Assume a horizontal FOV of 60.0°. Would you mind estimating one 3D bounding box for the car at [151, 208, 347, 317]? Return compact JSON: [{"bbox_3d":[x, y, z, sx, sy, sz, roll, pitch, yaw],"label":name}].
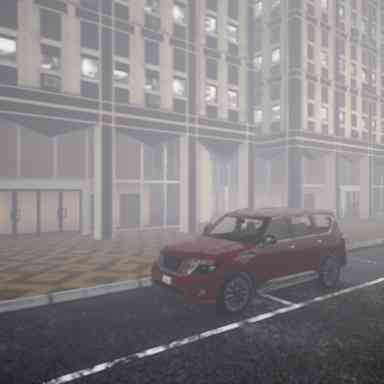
[{"bbox_3d":[1.574,1.329,7.696,5.009,1.841,2.192,0,0,-36],"label":"car"}]
